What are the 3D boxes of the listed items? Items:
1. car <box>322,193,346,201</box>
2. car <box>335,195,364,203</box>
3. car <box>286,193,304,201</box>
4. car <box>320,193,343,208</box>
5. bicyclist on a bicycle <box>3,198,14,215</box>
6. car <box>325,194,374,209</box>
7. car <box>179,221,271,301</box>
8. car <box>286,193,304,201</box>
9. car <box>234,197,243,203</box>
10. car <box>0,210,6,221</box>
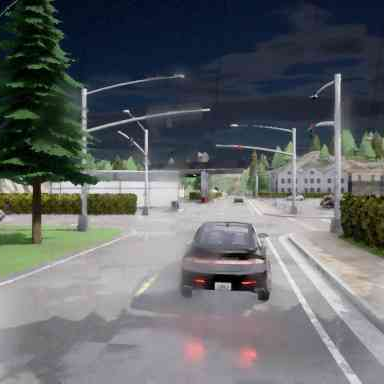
[{"bbox_3d":[31.809,1.097,74.528,4.605,1.855,1.932,0,0,8],"label":"car"},{"bbox_3d":[29.373,1.298,62.291,4.514,1.523,2.007,0,0,8],"label":"car"},{"bbox_3d":[24.474,1.077,78.876,3.866,1.878,1.905,0,0,8],"label":"car"},{"bbox_3d":[18.696,1.330,41.736,5.027,1.636,2.152,0,0,8],"label":"car"},{"bbox_3d":[-17.942,1.453,32.551,0.582,1.620,1.656,0,0,7],"label":"bicyclist on a bicycle"},{"bbox_3d":[18.312,1.339,38.623,4.514,1.523,2.007,0,0,8],"label":"car"},{"bbox_3d":[0.890,1.492,8.417,2.128,1.511,4.902,0,0,8],"label":"car"},{"bbox_3d":[23.406,1.361,75.668,3.806,1.475,1.970,0,0,8],"label":"car"},{"bbox_3d":[9.478,1.601,67.403,1.895,1.301,4.718,0,0,8],"label":"car"},{"bbox_3d":[-16.566,1.526,25.214,4.674,1.442,1.812,0,0,8],"label":"car"}]
